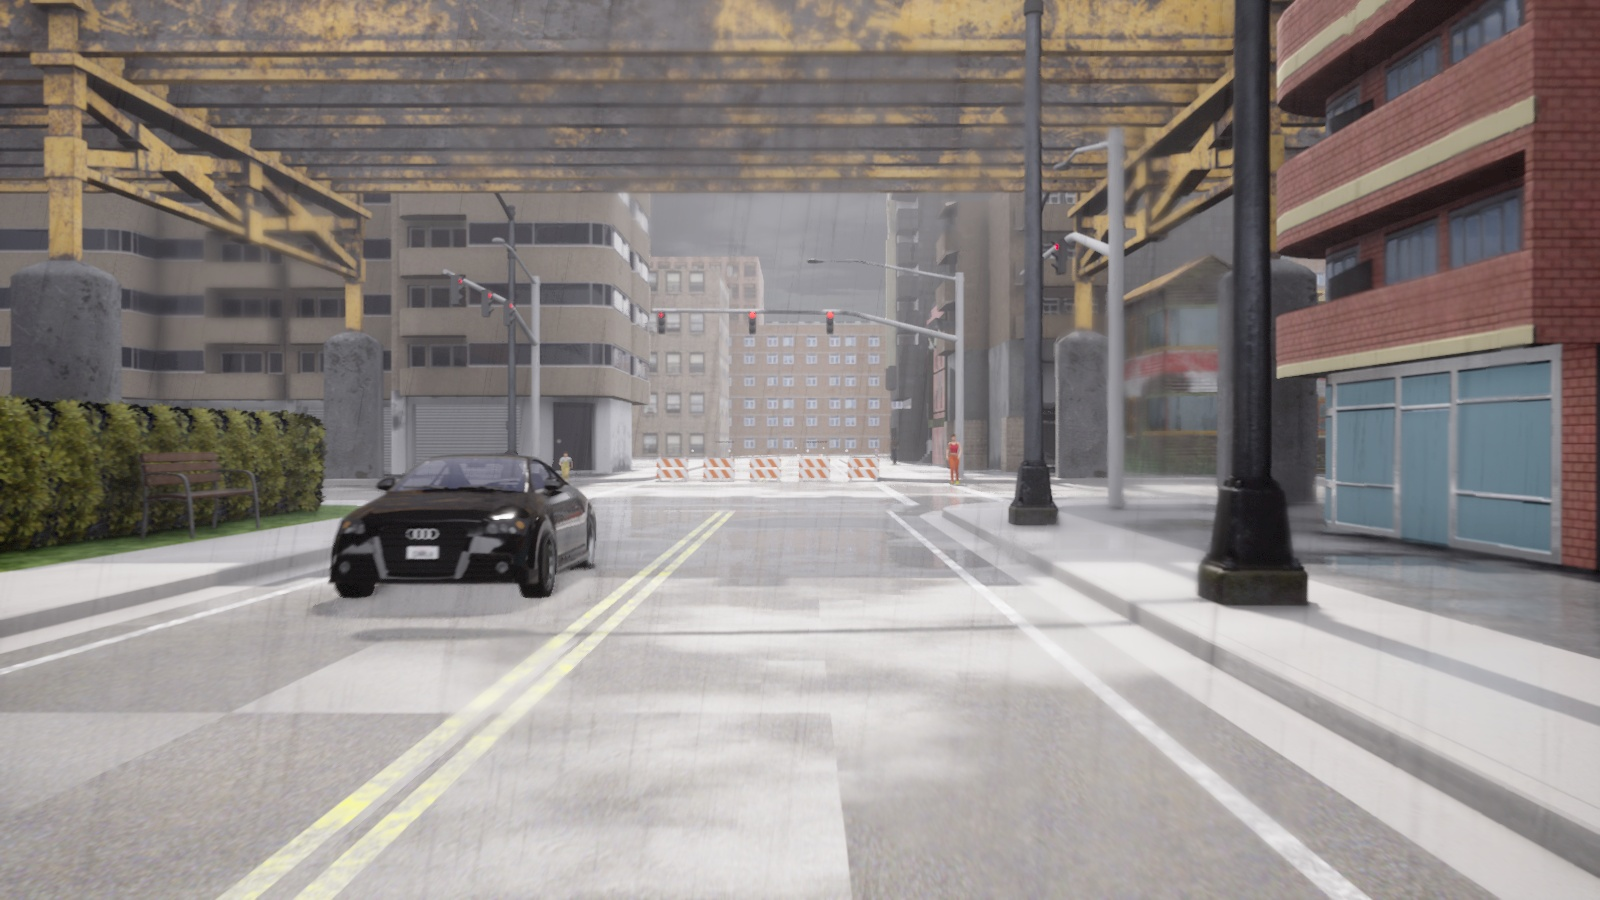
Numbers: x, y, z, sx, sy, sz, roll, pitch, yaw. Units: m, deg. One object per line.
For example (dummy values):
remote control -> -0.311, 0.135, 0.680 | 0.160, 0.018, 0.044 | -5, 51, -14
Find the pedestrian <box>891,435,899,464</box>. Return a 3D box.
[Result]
pedestrian -> 5.843, -0.021, 77.306 | 0.328, 1.805, 0.869 | 0, 0, -7

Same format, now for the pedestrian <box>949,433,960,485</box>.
pedestrian -> 5.470, 0.303, 44.506 | 0.345, 1.836, 0.594 | 0, 0, 11

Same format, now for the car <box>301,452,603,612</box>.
car -> -3.409, 0.733, 13.209 | 1.994, 1.385, 4.181 | 0, 0, 0

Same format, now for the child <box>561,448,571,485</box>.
child -> -8.192, 0.575, 43.911 | 0.270, 1.263, 0.437 | 0, 0, 0
